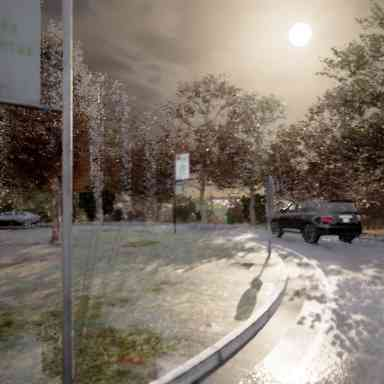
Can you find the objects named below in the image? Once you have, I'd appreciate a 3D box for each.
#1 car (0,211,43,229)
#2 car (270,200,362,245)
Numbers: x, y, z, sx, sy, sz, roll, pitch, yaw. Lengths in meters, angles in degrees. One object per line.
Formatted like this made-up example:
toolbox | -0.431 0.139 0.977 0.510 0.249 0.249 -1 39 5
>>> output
car | -15.278 2.329 28.116 4.902 1.511 2.128 0 -2 -17
car | 6.041 1.451 17.017 2.150 2.045 5.566 0 -3 -14
